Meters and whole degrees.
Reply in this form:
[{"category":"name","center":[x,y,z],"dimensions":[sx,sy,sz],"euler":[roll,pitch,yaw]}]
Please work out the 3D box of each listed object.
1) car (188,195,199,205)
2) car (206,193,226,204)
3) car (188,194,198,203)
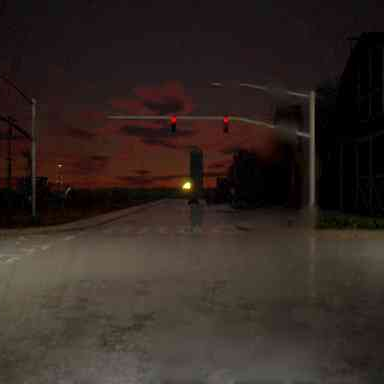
[{"category":"car","center":[0.220,1.494,57.638],"dimensions":[2.033,1.411,5.357],"euler":[0,-1,1]},{"category":"car","center":[4.348,1.142,59.938],"dimensions":[1.905,1.878,3.866],"euler":[-8,3,-42]},{"category":"car","center":[0.209,1.350,67.378],"dimensions":[2.097,1.767,4.553],"euler":[0,0,0]}]
